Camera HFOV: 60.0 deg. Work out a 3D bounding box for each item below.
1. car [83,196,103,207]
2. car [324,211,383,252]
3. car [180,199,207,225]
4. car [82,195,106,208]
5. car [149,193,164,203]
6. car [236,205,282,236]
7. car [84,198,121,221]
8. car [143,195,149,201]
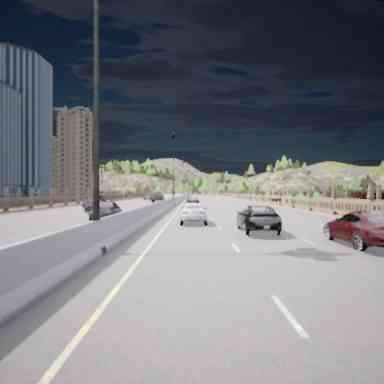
[{"bbox_3d":[-10.576,1.480,37.107,1.837,1.490,4.892,0,0,0],"label":"car"},{"bbox_3d":[7.105,1.516,13.715,1.812,1.442,4.674,0,0,0],"label":"car"},{"bbox_3d":[0.109,1.509,24.118,1.812,1.442,4.674,0,0,0],"label":"car"},{"bbox_3d":[-14.050,1.320,48.051,2.097,1.767,4.553,0,0,0],"label":"car"},{"bbox_3d":[-6.976,1.177,68.525,2.150,2.045,5.566,0,0,0],"label":"car"},{"bbox_3d":[3.608,1.479,18.460,2.128,1.511,4.902,0,0,0],"label":"car"},{"bbox_3d":[-7.084,1.507,27.568,1.812,1.442,4.674,0,0,0],"label":"car"},{"bbox_3d":[-10.471,1.340,78.569,1.812,1.442,4.674,0,0,0],"label":"car"}]
